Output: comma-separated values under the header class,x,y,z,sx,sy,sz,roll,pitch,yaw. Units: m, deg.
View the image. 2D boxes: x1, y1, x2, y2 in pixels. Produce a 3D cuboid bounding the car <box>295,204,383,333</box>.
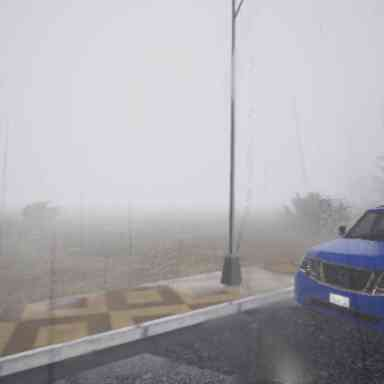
class,x,y,z,sx,sy,sz,roll,pitch,yaw
car,4.440,1.266,6.510,5.566,2.045,2.150,1,0,-35
